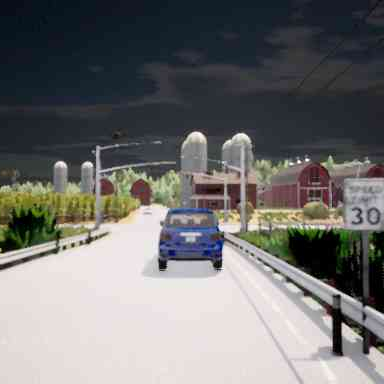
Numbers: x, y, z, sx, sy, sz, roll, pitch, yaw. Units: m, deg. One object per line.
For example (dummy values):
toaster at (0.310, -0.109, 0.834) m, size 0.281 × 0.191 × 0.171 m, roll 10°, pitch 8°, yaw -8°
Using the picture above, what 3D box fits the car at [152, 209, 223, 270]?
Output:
car at (-0.099, 1.668, 12.786) m, size 2.150 × 2.045 × 5.566 m, roll 0°, pitch -3°, yaw -1°

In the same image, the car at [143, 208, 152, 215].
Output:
car at (-9.107, 4.046, 68.813) m, size 1.812 × 1.442 × 4.674 m, roll 0°, pitch -2°, yaw -8°
